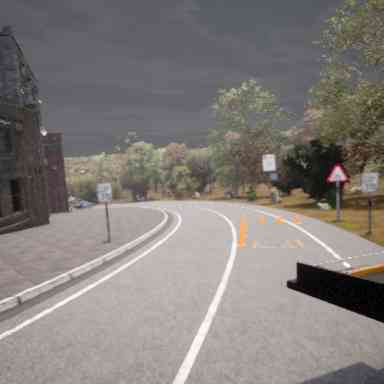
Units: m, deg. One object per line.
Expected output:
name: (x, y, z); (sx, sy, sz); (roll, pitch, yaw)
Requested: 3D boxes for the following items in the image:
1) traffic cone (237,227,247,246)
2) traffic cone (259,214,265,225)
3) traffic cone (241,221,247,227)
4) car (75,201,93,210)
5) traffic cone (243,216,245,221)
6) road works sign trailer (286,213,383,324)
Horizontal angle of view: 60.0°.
traffic cone: (1.924, 1.783, 13.026); (0.340, 0.580, 0.340); (-3, 1, 10)
traffic cone: (3.934, 1.557, 18.749); (0.340, 0.580, 0.340); (-3, 1, 11)
traffic cone: (2.269, 1.726, 14.996); (0.340, 0.580, 0.340); (-3, 1, 10)
car: (-23.132, 2.752, 71.126); (4.553, 1.767, 2.097); (-6, 3, 41)
traffic cone: (2.613, 1.670, 16.964); (0.340, 0.580, 0.340); (-3, 1, 10)
road works sign trailer: (3.088, 0.693, 3.354); (3.560, 2.880, 2.380); (-3, 0, -24)
